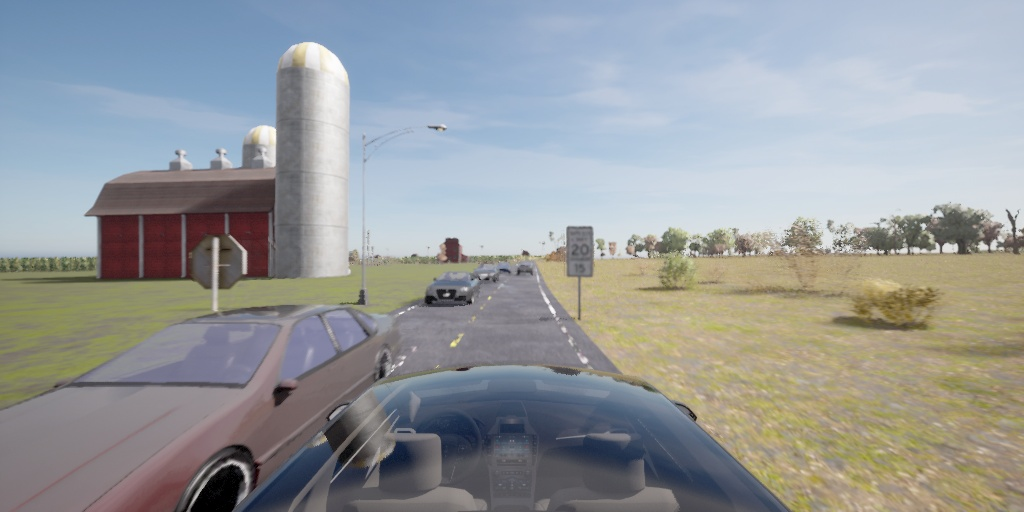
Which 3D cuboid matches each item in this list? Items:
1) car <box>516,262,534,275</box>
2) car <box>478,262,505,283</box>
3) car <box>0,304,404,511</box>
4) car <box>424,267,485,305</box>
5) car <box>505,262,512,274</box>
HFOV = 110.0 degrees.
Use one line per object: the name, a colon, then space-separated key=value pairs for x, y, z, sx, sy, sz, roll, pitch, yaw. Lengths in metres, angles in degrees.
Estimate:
car: x=1.517 y=1.424 z=41.577 sx=2.128 sy=1.511 sz=4.902 roll=0 pitch=0 yaw=3
car: x=-2.018 y=1.369 z=29.384 sx=2.128 sy=1.511 sz=4.902 roll=0 pitch=0 yaw=3
car: x=-2.804 y=1.305 z=4.025 sx=2.033 sy=1.411 sz=5.357 roll=0 pitch=0 yaw=1
car: x=-2.577 y=1.383 z=16.369 sx=1.994 sy=1.385 sz=4.181 roll=0 pitch=0 yaw=2
car: x=-0.994 y=1.494 z=45.722 sx=2.033 sy=1.411 sz=5.357 roll=0 pitch=0 yaw=3
